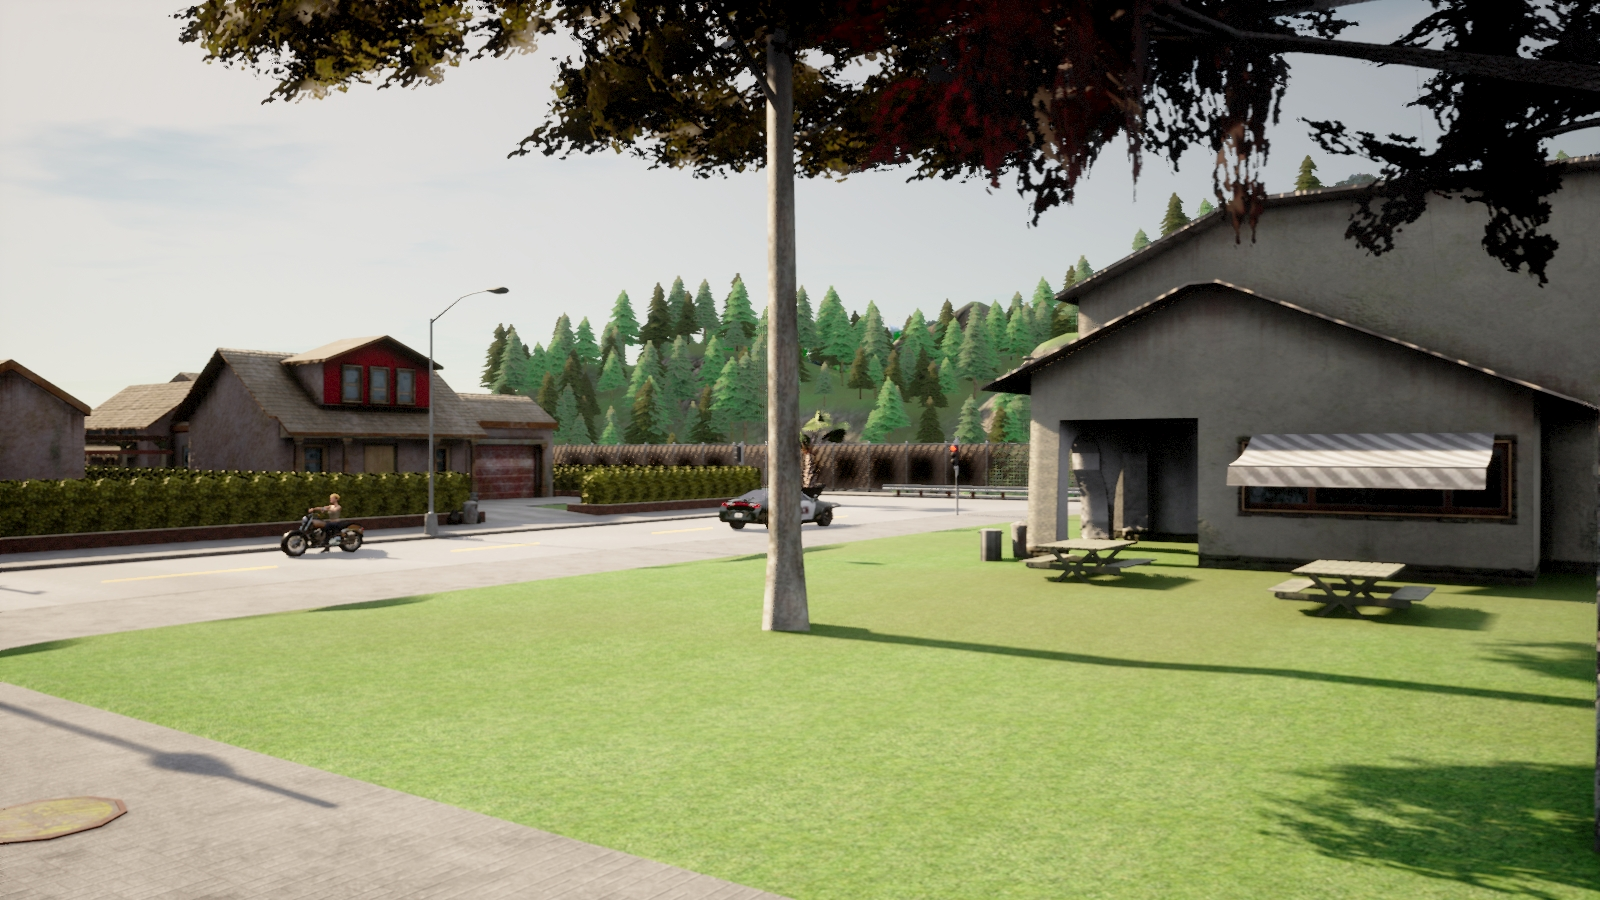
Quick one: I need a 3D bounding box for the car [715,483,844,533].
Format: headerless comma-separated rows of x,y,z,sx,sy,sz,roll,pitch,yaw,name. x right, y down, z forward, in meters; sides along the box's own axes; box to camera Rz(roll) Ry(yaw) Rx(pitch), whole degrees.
-0.650,2.052,41.285,2.038,1.542,4.974,0,0,37,car

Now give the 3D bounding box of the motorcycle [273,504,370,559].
-12.849,2.171,30.765,0.764,1.307,2.356,0,0,35,motorcycle
